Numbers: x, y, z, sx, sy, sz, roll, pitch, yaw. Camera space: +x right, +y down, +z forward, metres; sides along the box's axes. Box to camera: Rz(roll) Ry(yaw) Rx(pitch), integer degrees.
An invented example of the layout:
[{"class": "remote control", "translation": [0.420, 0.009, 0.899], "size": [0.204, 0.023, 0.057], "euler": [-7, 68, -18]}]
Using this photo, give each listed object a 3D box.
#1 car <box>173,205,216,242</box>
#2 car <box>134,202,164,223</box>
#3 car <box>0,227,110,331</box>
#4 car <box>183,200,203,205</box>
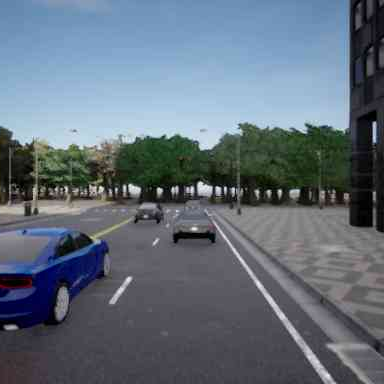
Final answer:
[{"class": "car", "translation": [0.101, 1.554, 16.319], "size": [1.994, 1.385, 4.181], "euler": [0, 0, 0]}, {"class": "car", "translation": [-3.129, 1.501, 24.881], "size": [1.812, 1.442, 4.674], "euler": [0, 0, 0]}, {"class": "car", "translation": [-3.149, 1.478, 7.099], "size": [1.882, 1.535, 5.008], "euler": [0, 0, 0]}, {"class": "car", "translation": [0.123, 1.509, 32.337], "size": [2.033, 1.411, 5.357], "euler": [0, 0, 1]}]
